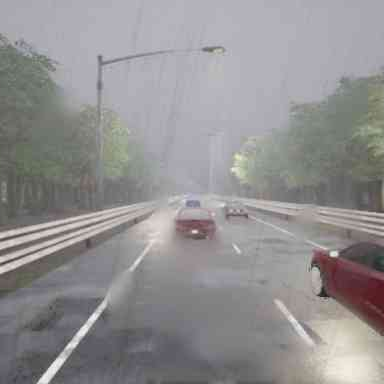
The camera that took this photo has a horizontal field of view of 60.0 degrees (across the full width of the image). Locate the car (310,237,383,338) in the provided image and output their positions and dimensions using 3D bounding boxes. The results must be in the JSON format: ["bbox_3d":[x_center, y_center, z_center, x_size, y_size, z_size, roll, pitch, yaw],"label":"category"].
[{"bbox_3d":[3.563,1.473,5.496,1.882,1.535,5.008,0,0,0],"label":"car"}]

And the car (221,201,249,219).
[{"bbox_3d":[3.622,1.514,28.574,2.033,1.411,5.357,0,0,0],"label":"car"}]

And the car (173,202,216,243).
[{"bbox_3d":[0.109,1.453,16.050,1.882,1.535,5.008,0,0,0],"label":"car"}]

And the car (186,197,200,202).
[{"bbox_3d":[0.139,1.428,46.157,1.882,1.535,5.008,0,0,0],"label":"car"}]
